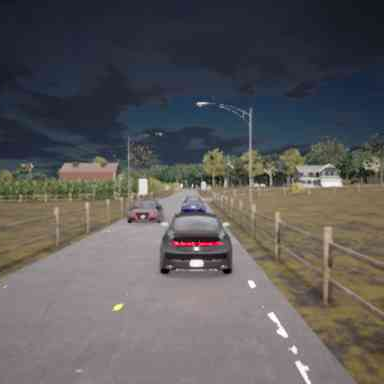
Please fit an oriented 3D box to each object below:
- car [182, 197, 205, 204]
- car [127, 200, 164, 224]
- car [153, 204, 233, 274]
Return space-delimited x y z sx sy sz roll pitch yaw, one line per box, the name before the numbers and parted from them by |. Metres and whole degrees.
car | 0.111 1.061 27.629 1.994 1.385 4.181 0 1 0
car | -2.840 1.185 21.104 1.994 1.385 4.181 0 1 0
car | 0.104 1.332 9.970 1.837 1.490 4.892 0 1 0
